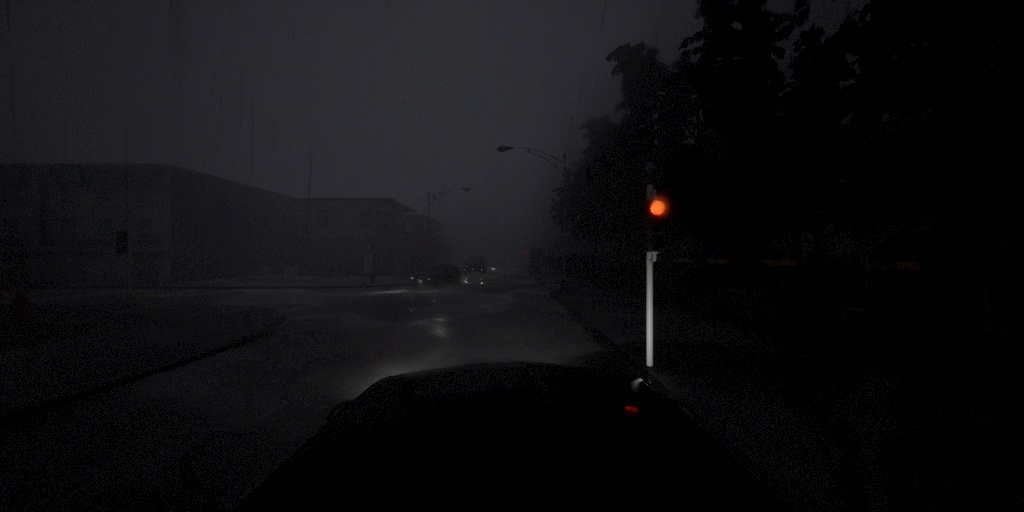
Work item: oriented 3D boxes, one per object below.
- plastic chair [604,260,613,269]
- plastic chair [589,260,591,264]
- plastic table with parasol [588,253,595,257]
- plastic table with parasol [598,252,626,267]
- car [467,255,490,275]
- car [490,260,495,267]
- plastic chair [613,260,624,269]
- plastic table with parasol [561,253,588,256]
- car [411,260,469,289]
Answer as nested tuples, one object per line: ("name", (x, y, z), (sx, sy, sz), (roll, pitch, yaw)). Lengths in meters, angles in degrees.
("plastic chair", (14.364, 1.306, 54.214), (0.730, 1.272, 0.750), (0, 0, -35))
("plastic chair", (13.770, 1.304, 62.443), (0.730, 1.272, 0.750), (0, 0, -35))
("plastic table with parasol", (14.722, 0.673, 63.330), (2.482, 2.480, 2.482), (0, 0, -42))
("plastic table with parasol", (15.338, 0.694, 55.115), (2.482, 2.480, 2.482), (0, 0, -40))
("car", (-4.067, 0.964, 40.166), (2.150, 2.045, 5.566), (0, 1, 0))
("car", (-3.989, 1.351, 63.199), (1.895, 1.301, 4.718), (0, 0, 1))
("plastic chair", (16.070, 1.296, 54.116), (0.750, 1.272, 0.730), (0, 0, -40))
("plastic table with parasol", (10.021, 0.684, 57.859), (2.482, 2.480, 2.482), (0, 0, -40))
("car", (-4.771, 1.255, 23.412), (1.837, 1.490, 4.892), (1, 0, 14))
